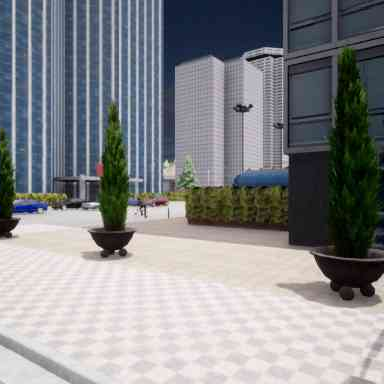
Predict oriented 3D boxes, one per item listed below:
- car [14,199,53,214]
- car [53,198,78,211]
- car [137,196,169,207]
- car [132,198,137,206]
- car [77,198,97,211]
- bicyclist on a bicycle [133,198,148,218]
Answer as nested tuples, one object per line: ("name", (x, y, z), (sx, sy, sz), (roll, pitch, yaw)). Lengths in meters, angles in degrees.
("car", (-17.104, 1.477, 33.409), (1.882, 1.535, 5.008), (0, 0, 35))
("car", (-15.275, 1.477, 42.113), (1.882, 1.535, 5.008), (0, 0, 35))
("car", (-5.553, 1.352, 49.847), (2.097, 1.767, 4.553), (0, 0, 35))
("car", (-9.350, 1.547, 50.540), (2.033, 1.411, 5.357), (0, 0, 35))
("car", (-11.397, 1.601, 41.544), (1.895, 1.301, 4.718), (0, 0, 35))
("bicyclist on a bicycle", (-4.129, 1.301, 26.687), (1.656, 1.620, 0.582), (0, 0, 35))
